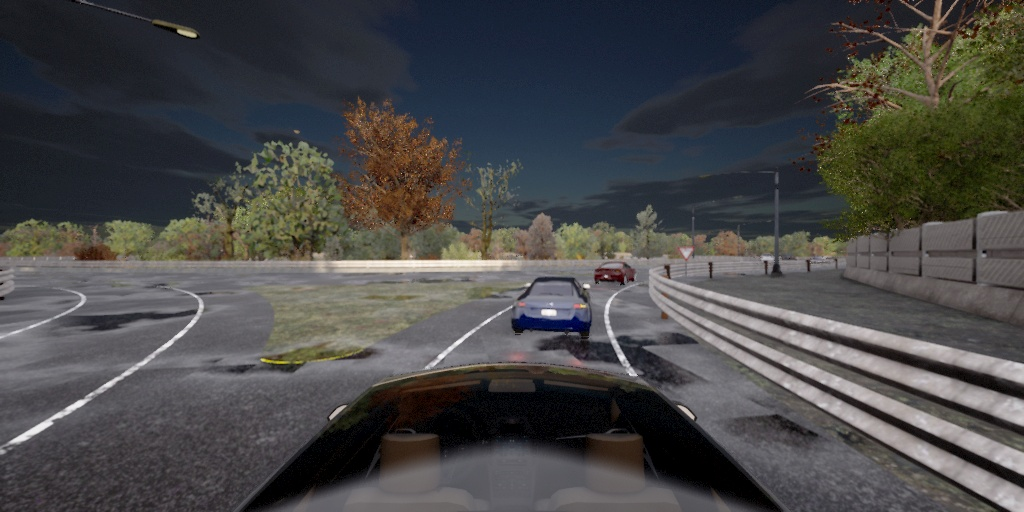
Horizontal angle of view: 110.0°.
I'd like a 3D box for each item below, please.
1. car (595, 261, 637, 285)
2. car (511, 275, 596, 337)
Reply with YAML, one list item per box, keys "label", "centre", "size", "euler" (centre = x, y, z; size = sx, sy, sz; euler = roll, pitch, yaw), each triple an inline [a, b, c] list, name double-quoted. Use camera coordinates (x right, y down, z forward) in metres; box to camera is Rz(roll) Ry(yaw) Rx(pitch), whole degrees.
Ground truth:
- label: "car"
  centre: [7.211, 1.118, 24.724]
  size: [1.882, 1.535, 5.008]
  euler: [0, 1, 31]
- label: "car"
  centre: [1.264, 1.273, 10.294]
  size: [1.994, 1.385, 4.181]
  euler: [0, 0, 12]
